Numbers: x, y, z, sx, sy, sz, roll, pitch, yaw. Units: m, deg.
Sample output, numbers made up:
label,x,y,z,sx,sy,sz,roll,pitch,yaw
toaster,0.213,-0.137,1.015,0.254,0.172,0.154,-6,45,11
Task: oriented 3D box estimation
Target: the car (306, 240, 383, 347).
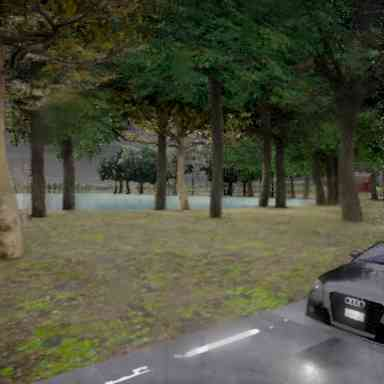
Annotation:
label,x,y,z,sx,sy,sz,roll,pitch,yaw
car,3.941,1.564,5.866,4.181,1.385,1.994,0,0,-35
